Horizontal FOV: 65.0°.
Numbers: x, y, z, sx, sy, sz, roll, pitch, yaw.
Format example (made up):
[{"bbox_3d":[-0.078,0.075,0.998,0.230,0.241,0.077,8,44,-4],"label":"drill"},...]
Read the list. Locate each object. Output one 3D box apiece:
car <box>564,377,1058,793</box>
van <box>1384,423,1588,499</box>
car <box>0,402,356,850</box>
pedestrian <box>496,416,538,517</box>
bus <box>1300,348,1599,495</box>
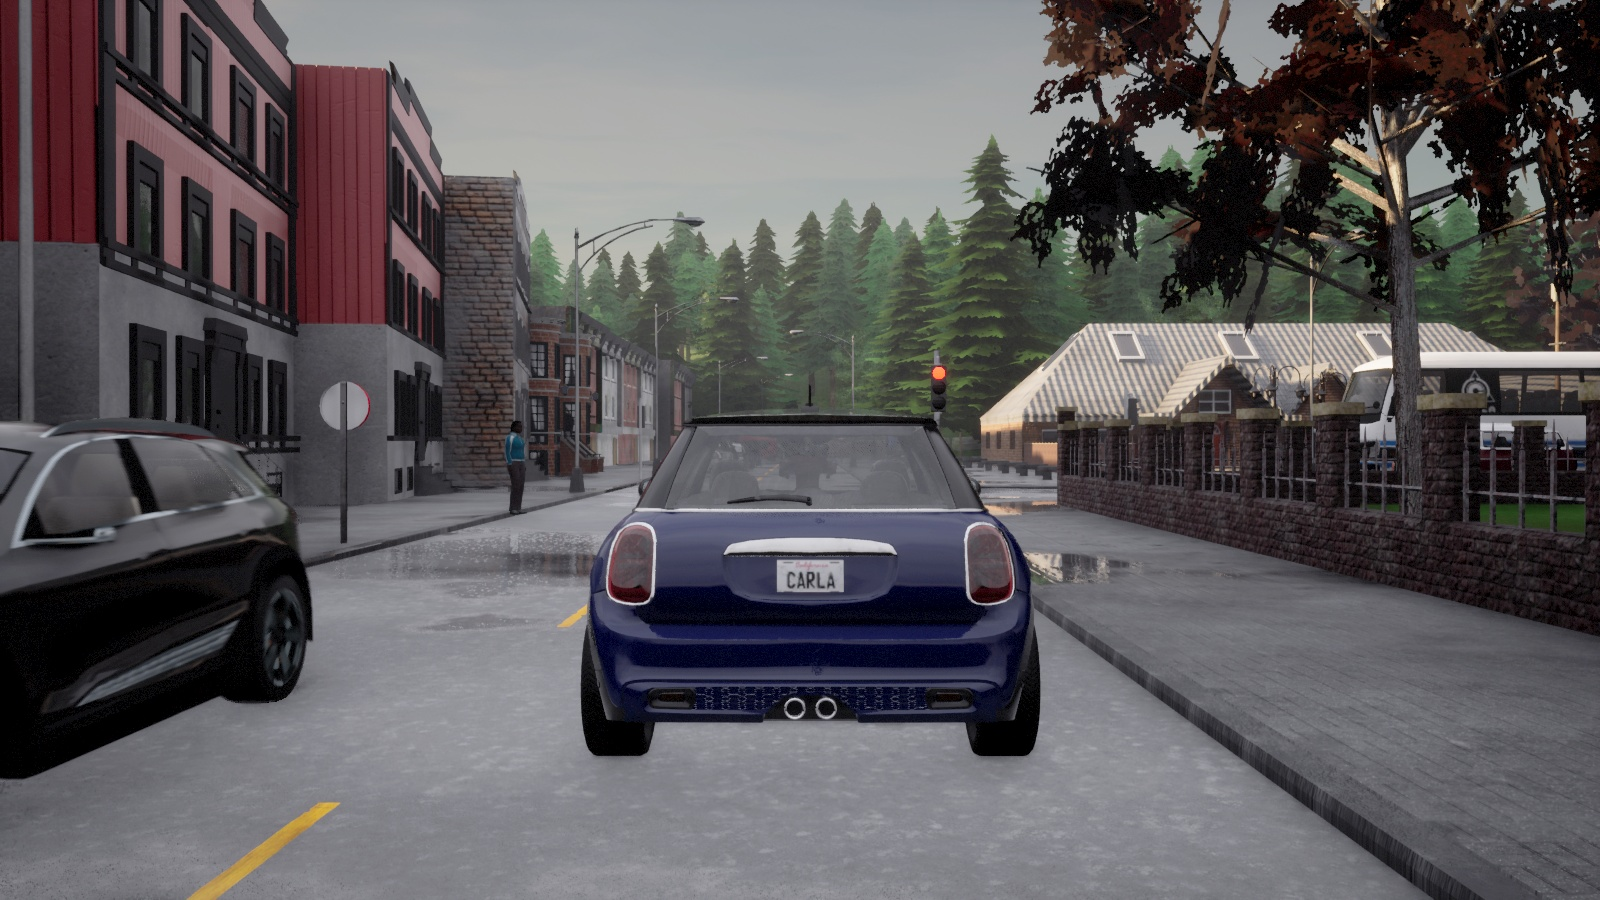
[{"bbox_3d":[0.057,0.562,7.614,2.097,1.767,4.553,0,0,0],"label":"car"},{"bbox_3d":[18.721,0.291,34.419,4.480,2.038,2.069,0,0,-1],"label":"van"},{"bbox_3d":[-3.952,0.640,5.841,2.033,1.649,4.856,0,0,0],"label":"car"},{"bbox_3d":[-5.528,0.317,24.528,0.692,1.930,0.396,0,0,27],"label":"pedestrian"},{"bbox_3d":[21.245,-0.830,38.441,10.273,4.253,3.944,0,0,0],"label":"bus"}]
